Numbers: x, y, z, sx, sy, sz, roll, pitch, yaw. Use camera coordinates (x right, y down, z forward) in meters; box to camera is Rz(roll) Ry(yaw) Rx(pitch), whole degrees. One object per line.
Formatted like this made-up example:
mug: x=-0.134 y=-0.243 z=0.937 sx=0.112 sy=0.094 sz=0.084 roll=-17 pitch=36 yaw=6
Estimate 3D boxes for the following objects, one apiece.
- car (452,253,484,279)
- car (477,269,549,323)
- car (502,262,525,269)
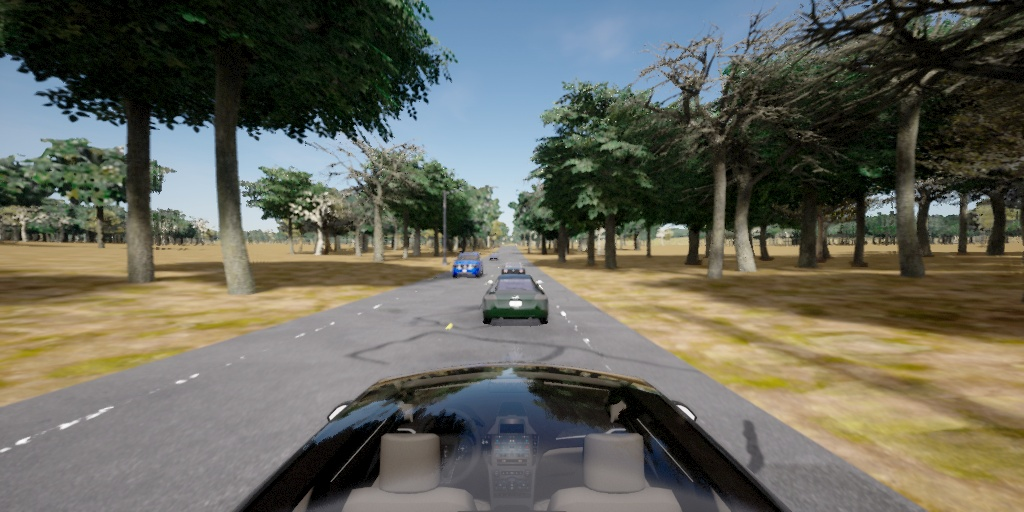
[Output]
car: x=-3.588 y=0.751 z=29.984 sx=2.150 sy=2.045 sz=5.566 roll=0 pitch=1 yaw=0
car: x=0.103 y=1.290 z=12.009 sx=1.994 sy=1.385 sz=4.181 roll=0 pitch=0 yaw=0
car: x=0.109 y=1.133 z=29.691 sx=1.895 sy=1.301 sz=4.718 roll=0 pitch=1 yaw=0
